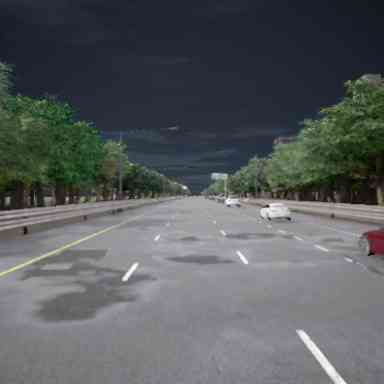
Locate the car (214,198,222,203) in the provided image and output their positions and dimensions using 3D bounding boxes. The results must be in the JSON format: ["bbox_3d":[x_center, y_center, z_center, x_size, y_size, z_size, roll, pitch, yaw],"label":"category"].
[{"bbox_3d":[7.380,2.192,85.965,1.812,1.442,4.674,0,-1,1],"label":"car"}]

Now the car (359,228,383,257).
[{"bbox_3d":[7.002,1.549,10.195,1.812,1.442,4.674,0,0,0],"label":"car"}]

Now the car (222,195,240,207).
[{"bbox_3d":[7.171,1.626,58.874,2.150,2.045,5.566,0,-1,0],"label":"car"}]

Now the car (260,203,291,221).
[{"bbox_3d":[7.035,1.666,28.260,1.812,1.442,4.674,0,-1,0],"label":"car"}]
